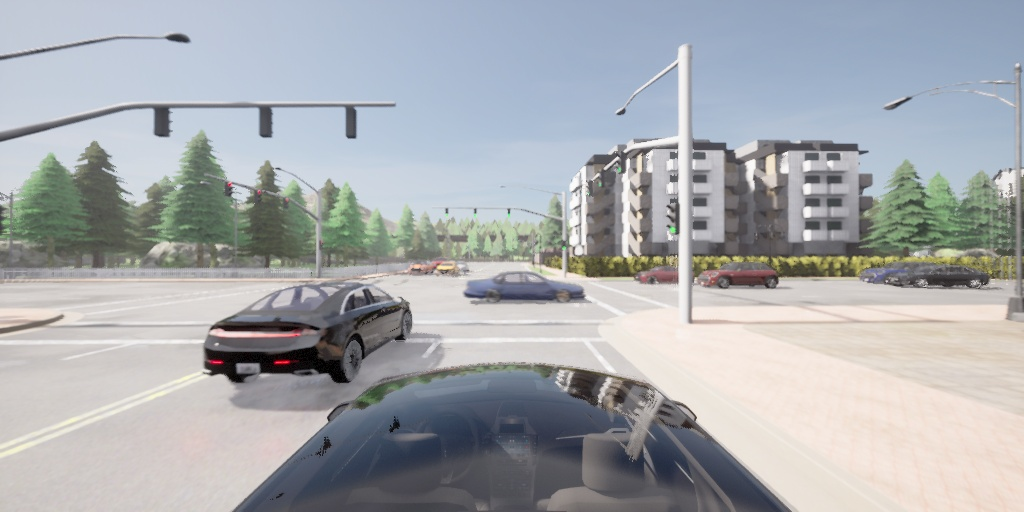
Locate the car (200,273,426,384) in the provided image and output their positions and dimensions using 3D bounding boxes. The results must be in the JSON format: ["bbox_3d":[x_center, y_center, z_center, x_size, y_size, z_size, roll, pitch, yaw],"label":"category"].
[{"bbox_3d":[-3.415,1.263,7.083,2.128,1.511,4.902,0,0,0],"label":"car"}]

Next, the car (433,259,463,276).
[{"bbox_3d":[-7.097,1.388,39.953,1.882,1.535,5.008,0,0,0],"label":"car"}]

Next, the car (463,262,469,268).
[{"bbox_3d":[-7.087,1.475,49.291,1.812,1.442,4.674,0,0,0],"label":"car"}]

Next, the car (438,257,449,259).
[{"bbox_3d":[-10.583,1.191,54.057,2.150,2.045,5.566,0,0,0],"label":"car"}]

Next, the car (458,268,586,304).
[{"bbox_3d":[0.521,1.394,16.095,5.357,1.411,2.033,0,0,-1],"label":"car"}]

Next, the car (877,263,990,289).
[{"bbox_3d":[27.499,1.346,23.310,4.892,1.490,1.837,0,-1,8],"label":"car"}]

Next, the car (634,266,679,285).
[{"bbox_3d":[11.353,1.420,26.898,4.181,1.385,1.994,0,0,-2],"label":"car"}]

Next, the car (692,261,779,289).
[{"bbox_3d":[14.694,1.194,23.507,4.553,1.767,2.097,0,0,-1],"label":"car"}]

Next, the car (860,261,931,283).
[{"bbox_3d":[28.866,1.208,26.589,4.553,1.767,2.097,0,0,9],"label":"car"}]

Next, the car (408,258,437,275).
[{"bbox_3d":[-10.593,1.270,41.926,2.097,1.767,4.553,0,0,0],"label":"car"}]
